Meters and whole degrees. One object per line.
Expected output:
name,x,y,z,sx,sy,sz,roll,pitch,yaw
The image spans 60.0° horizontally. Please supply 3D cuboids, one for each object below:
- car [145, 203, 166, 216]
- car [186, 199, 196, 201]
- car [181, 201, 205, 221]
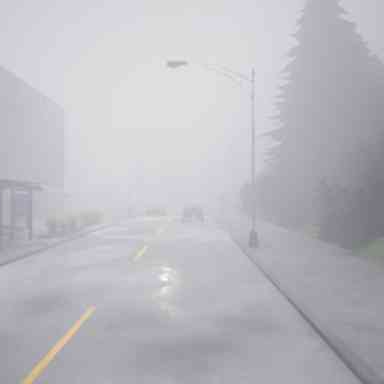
car,-4.015,1.958,37.145,1.994,1.385,4.181,0,-1,0
car,-0.193,1.898,51.725,2.097,1.767,4.553,0,-1,-4
car,0.093,1.828,30.683,1.837,1.490,4.892,0,-1,0
